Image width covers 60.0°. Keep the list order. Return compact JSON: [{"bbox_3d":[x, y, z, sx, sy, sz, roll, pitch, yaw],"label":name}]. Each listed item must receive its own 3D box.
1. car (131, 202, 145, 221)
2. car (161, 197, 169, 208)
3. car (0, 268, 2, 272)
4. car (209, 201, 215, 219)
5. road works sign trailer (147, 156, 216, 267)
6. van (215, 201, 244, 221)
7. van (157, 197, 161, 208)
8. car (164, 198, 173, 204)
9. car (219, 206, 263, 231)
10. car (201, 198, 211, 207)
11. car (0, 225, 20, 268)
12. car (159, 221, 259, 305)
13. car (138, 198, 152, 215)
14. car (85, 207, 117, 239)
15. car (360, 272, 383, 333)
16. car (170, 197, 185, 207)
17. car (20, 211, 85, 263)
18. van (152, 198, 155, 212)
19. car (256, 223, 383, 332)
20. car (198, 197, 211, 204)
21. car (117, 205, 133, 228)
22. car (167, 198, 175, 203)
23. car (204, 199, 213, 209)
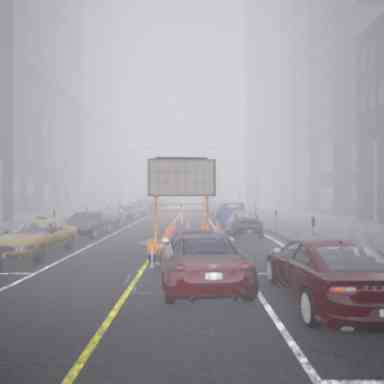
[{"bbox_3d":[-5.719,1.807,29.480,1.947,1.339,4.313,0,0,0],"label":"car"},{"bbox_3d":[-5.678,1.803,57.664,2.192,1.841,5.009,0,-1,0],"label":"car"},{"bbox_3d":[-3.097,1.579,1.733,1.994,1.385,4.181,0,0,0],"label":"car"},{"bbox_3d":[2.806,1.790,29.484,2.008,1.369,4.403,0,0,0],"label":"car"},{"bbox_3d":[-0.372,0.558,11.794,2.380,3.560,2.880,0,0,-5],"label":"road works sign trailer"},{"bbox_3d":[2.797,1.532,23.849,1.690,1.788,3.998,0,0,0],"label":"van"},{"bbox_3d":[-5.694,1.729,46.391,1.690,1.788,3.998,0,-1,0],"label":"van"},{"bbox_3d":[-5.643,2.242,80.207,1.887,1.381,4.507,0,-1,0],"label":"car"},{"bbox_3d":[2.789,1.696,18.212,2.008,1.369,4.403,0,0,0],"label":"car"},{"bbox_3d":[2.840,1.980,52.028,1.887,1.381,4.507,0,-1,0],"label":"car"},{"bbox_3d":[-5.753,1.622,6.935,1.947,1.339,4.313,0,0,0],"label":"car"},{"bbox_3d":[0.216,1.630,8.337,1.994,1.385,4.181,0,-2,-6],"label":"car"},{"bbox_3d":[-5.711,1.729,35.118,1.967,1.590,4.097,0,0,0],"label":"car"},{"bbox_3d":[-5.736,1.713,18.207,1.947,1.339,4.313,0,0,0],"label":"car"},{"bbox_3d":[2.764,1.555,1.304,1.887,1.381,4.507,0,0,0],"label":"car"},{"bbox_3d":[-2.902,2.111,64.254,1.994,1.385,4.181,0,-1,0],"label":"car"},{"bbox_3d":[-5.744,1.625,12.401,1.752,1.417,4.829,0,0,0],"label":"car"},{"bbox_3d":[-5.703,1.679,40.755,1.690,1.788,3.998,0,-1,0],"label":"van"},{"bbox_3d":[2.772,1.599,6.940,1.887,1.381,4.507,0,0,0],"label":"car"},{"bbox_3d":[2.856,1.852,63.302,2.192,1.841,5.009,0,-1,0],"label":"car"},{"bbox_3d":[-5.727,1.775,23.844,1.802,1.307,4.206,0,0,0],"label":"car"},{"bbox_3d":[-5.626,2.372,91.480,1.947,1.339,4.313,0,-1,0],"label":"car"},{"bbox_3d":[2.823,1.887,40.756,2.008,1.369,4.403,0,-1,0],"label":"car"}]
